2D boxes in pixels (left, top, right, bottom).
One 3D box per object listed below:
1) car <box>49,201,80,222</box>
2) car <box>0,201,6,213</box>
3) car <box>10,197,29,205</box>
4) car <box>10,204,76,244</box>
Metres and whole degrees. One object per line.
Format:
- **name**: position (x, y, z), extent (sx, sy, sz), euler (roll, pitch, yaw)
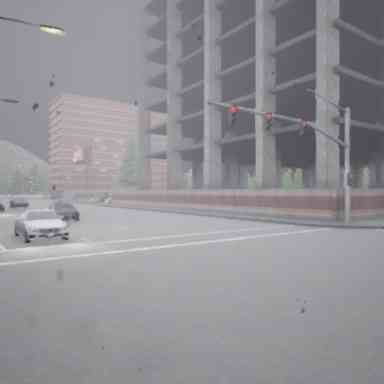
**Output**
- **car**: position (-10.214, 1.509, 26.040), extent (1.837, 1.490, 4.892), euler (0, 0, -35)
- **car**: position (-21.788, 1.604, 36.656), extent (1.895, 1.301, 4.718), euler (0, 0, -35)
- **car**: position (-23.300, 1.481, 44.835), extent (1.882, 1.535, 5.008), euler (0, 0, -34)
- **car**: position (-7.368, 1.541, 16.121), extent (1.812, 1.442, 4.674), euler (0, 0, -36)
